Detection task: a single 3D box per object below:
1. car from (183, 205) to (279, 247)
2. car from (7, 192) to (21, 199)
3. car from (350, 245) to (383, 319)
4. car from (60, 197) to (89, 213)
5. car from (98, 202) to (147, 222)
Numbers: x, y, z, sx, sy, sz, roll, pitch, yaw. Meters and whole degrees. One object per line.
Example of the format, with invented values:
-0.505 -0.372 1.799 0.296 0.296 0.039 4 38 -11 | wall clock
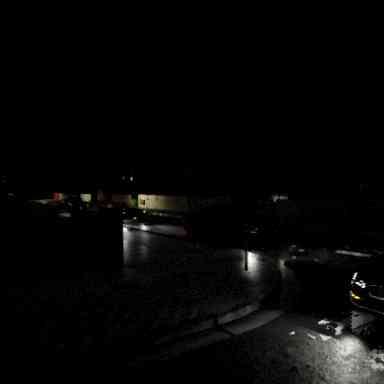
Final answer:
1.545 1.361 14.730 1.882 1.535 5.008 0 1 -35 | car
-44.553 1.031 84.167 2.033 1.411 5.357 0 1 -36 | car
5.046 1.480 6.546 4.892 1.490 1.837 -1 1 -36 | car
-11.939 1.273 33.612 1.837 1.490 4.892 0 0 -36 | car
-5.083 1.426 23.997 1.895 1.301 4.718 0 1 -36 | car
